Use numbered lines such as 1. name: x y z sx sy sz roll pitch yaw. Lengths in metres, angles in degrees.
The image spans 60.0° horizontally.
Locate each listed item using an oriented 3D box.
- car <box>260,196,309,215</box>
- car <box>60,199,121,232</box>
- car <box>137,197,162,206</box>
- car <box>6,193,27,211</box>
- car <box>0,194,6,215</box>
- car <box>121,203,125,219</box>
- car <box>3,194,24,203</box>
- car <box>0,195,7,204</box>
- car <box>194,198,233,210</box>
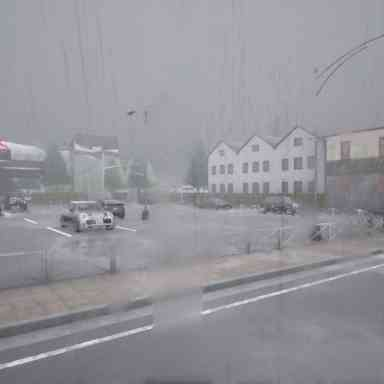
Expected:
1. car: 8.475 1.176 30.615 2.097 1.767 4.553 0 0 -35
2. car: -5.603 1.248 17.685 1.970 1.475 3.806 0 0 -36
3. car: -6.683 1.427 52.049 2.033 1.411 5.357 0 0 -35
4. car: -20.120 1.092 37.950 1.905 1.878 3.866 0 0 -36
5. car: -18.207 1.113 29.640 1.932 1.855 4.605 0 0 -36
6. car: -6.733 1.313 25.548 2.007 1.523 4.514 0 0 -36
7. car: -39.260 1.328 73.030 3.866 1.878 1.905 0 0 -36
8. car: -39.486 1.495 65.901 4.611 1.667 2.242 0 0 -36
9. car: 2.426 1.370 39.106 2.033 1.411 5.357 0 0 -35
